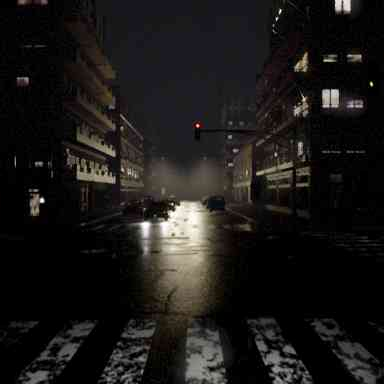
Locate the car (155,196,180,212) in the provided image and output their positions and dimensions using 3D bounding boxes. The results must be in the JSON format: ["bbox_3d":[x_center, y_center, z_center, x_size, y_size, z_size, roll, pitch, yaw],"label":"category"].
[{"bbox_3d":[-2.809,1.533,38.082,2.033,1.411,5.357,0,0,0],"label":"car"}]

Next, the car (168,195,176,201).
[{"bbox_3d":[-5.225,1.502,87.785,2.008,1.369,4.403,0,0,0],"label":"car"}]

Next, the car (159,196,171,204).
[{"bbox_3d":[-5.248,1.516,65.459,1.887,1.381,4.507,0,0,0],"label":"car"}]

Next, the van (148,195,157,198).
[{"bbox_3d":[-5.365,1.324,43.134,1.690,1.788,3.998,0,0,0],"label":"van"}]

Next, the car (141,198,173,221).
[{"bbox_3d":[-2.809,1.516,27.440,1.812,1.442,4.674,0,0,-1],"label":"car"}]

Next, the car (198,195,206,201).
[{"bbox_3d":[2.655,1.517,87.777,1.947,1.339,4.313,0,0,0],"label":"car"}]

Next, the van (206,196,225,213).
[{"bbox_3d":[2.733,1.327,36.922,1.690,1.788,3.998,0,0,0],"label":"van"}]

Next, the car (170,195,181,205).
[{"bbox_3d":[-2.782,1.505,51.673,1.812,1.442,4.674,0,0,0],"label":"car"}]

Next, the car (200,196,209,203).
[{"bbox_3d":[2.638,1.512,71.032,1.887,1.381,4.507,0,0,0],"label":"car"}]

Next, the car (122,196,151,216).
[{"bbox_3d":[-5.411,1.428,31.970,1.967,1.590,4.097,0,0,0],"label":"car"}]

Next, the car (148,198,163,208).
[{"bbox_3d":[-5.313,1.563,48.715,1.802,1.307,4.206,0,0,0],"label":"car"}]

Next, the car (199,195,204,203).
[{"bbox_3d":[2.623,1.544,54.288,1.947,1.339,4.313,0,0,0],"label":"car"}]

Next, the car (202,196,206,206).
[{"bbox_3d":[2.704,1.528,43.126,1.887,1.381,4.507,0,0,0],"label":"car"}]

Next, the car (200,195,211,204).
[{"bbox_3d":[2.632,1.412,65.451,1.967,1.590,4.097,0,0,0],"label":"car"}]
